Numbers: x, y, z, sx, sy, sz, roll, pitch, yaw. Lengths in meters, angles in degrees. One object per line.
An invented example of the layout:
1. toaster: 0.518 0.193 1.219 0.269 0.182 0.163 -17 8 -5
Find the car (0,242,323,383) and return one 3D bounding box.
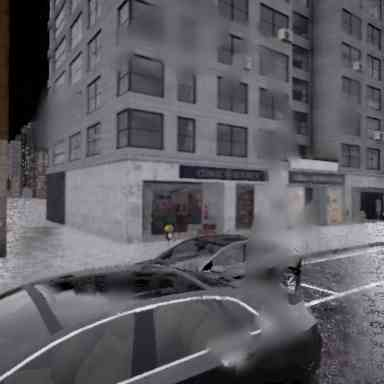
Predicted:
1. car: -0.923 1.501 2.732 4.892 1.490 1.837 1 0 -35

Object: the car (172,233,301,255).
1. car: 0.459 1.579 6.828 4.313 1.339 1.947 0 0 -35
